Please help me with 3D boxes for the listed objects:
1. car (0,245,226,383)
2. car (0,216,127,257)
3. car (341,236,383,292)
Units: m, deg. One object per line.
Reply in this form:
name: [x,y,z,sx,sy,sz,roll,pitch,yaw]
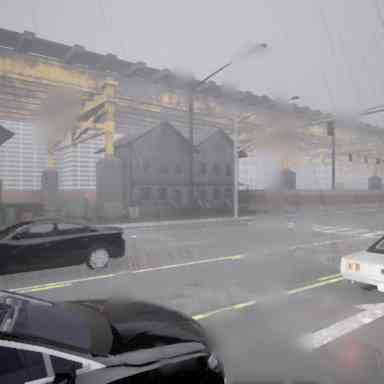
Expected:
car: [-1.917,1.491,2.378,4.902,1.511,2.128,0,0,-35]
car: [-4.365,1.477,9.459,5.008,1.535,1.882,0,0,-35]
car: [5.602,1.598,7.759,4.718,1.301,1.895,0,0,-35]
